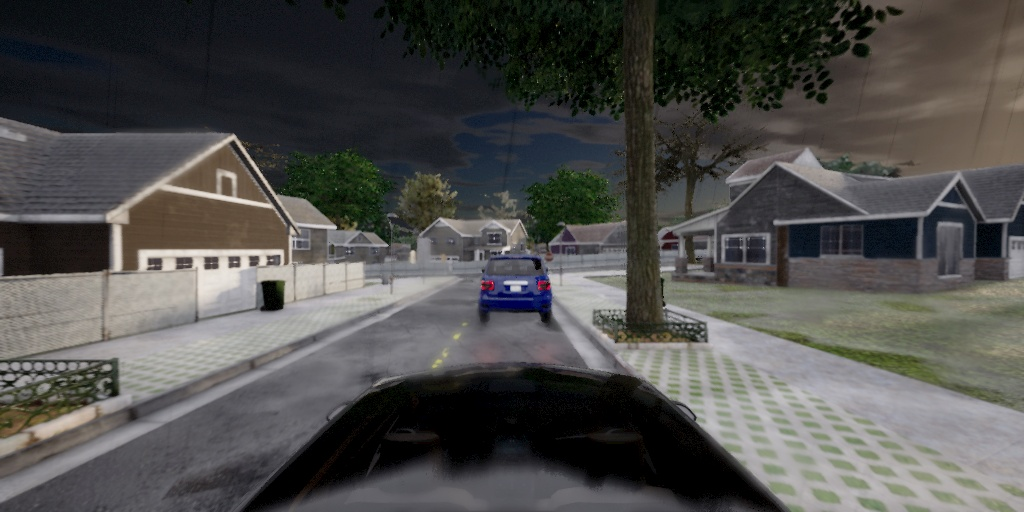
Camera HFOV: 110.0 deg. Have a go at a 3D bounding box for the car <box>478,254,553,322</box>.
[{"bbox_3d":[0.099,0.974,12.310,2.150,2.045,5.566,0,0,0],"label":"car"}]

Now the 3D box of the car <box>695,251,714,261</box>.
[{"bbox_3d":[28.293,0.025,50.853,5.357,1.411,2.033,-2,2,-25],"label":"car"}]
